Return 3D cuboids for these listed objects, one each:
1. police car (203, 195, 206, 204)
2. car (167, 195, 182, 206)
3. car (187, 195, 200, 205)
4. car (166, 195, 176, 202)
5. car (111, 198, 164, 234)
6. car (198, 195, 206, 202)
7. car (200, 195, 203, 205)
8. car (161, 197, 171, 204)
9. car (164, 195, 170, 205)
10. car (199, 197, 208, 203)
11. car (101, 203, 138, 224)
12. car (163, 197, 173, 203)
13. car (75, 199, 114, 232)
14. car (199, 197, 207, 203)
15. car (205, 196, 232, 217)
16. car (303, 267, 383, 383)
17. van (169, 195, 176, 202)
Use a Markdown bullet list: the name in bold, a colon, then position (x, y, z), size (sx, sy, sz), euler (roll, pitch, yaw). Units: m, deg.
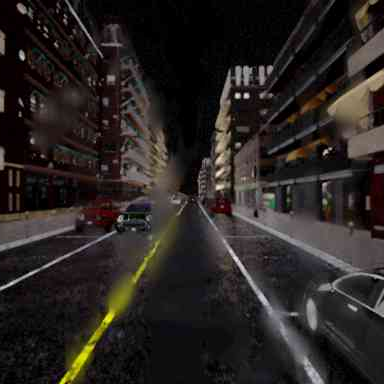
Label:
- **police car**: position (3.027, 1.626, 49.792), size (1.930, 1.638, 5.238), euler (0, 0, 0)
- **car**: position (-2.996, 1.780, 61.660), size (1.812, 1.442, 4.674), euler (0, 0, 1)
- **car**: position (0.034, 1.769, 63.176), size (1.837, 1.490, 4.892), euler (0, 0, 0)
- **car**: position (-5.634, 1.708, 88.873), size (2.192, 1.841, 5.009), euler (0, 0, 0)
- **car**: position (-3.087, 1.427, 19.881), size (2.097, 1.767, 4.553), euler (0, 0, 0)
- **car**: position (2.749, 1.739, 94.532), size (2.192, 1.841, 5.009), euler (0, 0, 0)
- **car**: position (2.732, 1.844, 66.220), size (1.947, 1.339, 4.313), euler (0, 0, 0)
- **car**: position (-5.645, 1.831, 71.717), size (1.752, 1.417, 4.829), euler (0, 0, 0)
- **car**: position (-5.648, 1.803, 66.054), size (1.752, 1.417, 4.829), euler (0, 0, 0)
- **car**: position (2.738, 1.879, 77.545), size (1.887, 1.381, 4.507), euler (0, 0, 0)
- **car**: position (-5.668, 1.653, 26.590), size (2.008, 1.369, 4.403), euler (0, 0, 0)
- **car**: position (-5.642, 1.886, 77.549), size (2.008, 1.369, 4.403), euler (0, 0, 0)
- **car**: position (-5.669, 1.394, 20.930), size (2.192, 1.841, 5.009), euler (0, 0, 0)
- **car**: position (2.742, 1.929, 83.206), size (1.947, 1.339, 4.313), euler (0, 0, 0)
- **car**: position (2.716, 1.439, 32.250), size (2.192, 1.841, 5.009), euler (0, 0, 0)
- **car**: position (2.700, 1.565, 3.939), size (2.008, 1.369, 4.403), euler (0, 0, 0)
- **van**: position (-5.632, 1.765, 94.536), size (1.690, 1.788, 3.998), euler (0, 0, 0)
